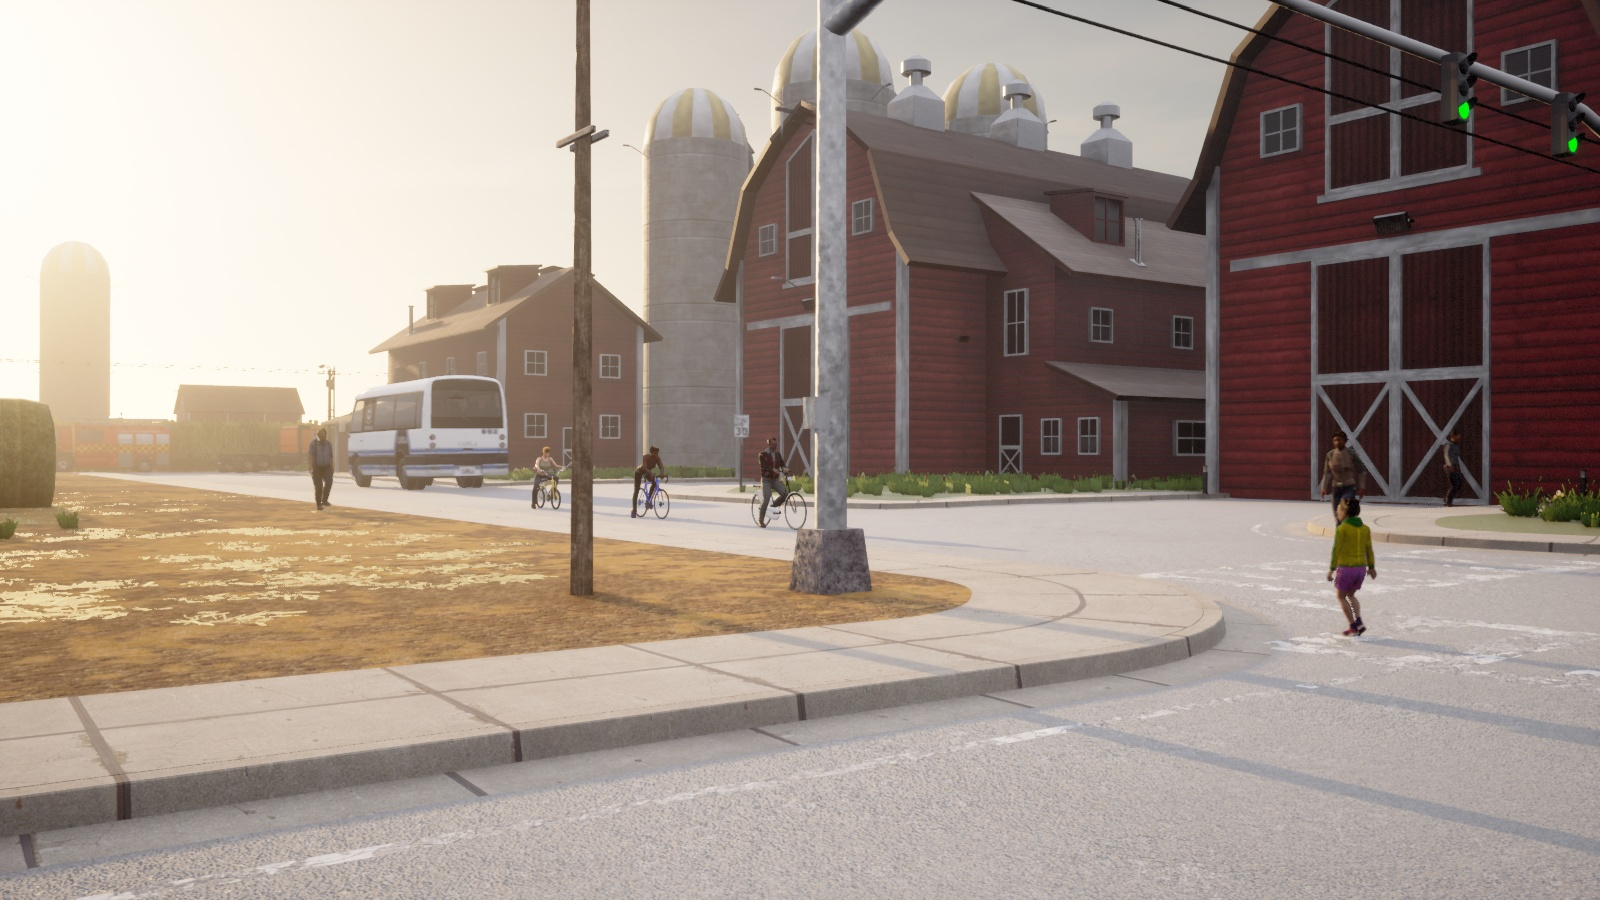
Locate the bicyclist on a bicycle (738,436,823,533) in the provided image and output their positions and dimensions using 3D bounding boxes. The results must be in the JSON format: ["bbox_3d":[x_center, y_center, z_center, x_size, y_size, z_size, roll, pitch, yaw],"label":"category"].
[{"bbox_3d":[-0.399,0.641,24.027,0.659,1.776,1.843,-1,0,-36],"label":"bicyclist on a bicycle"}]

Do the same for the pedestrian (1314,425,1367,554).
[{"bbox_3d":[7.711,0.548,17.906,0.869,1.805,0.328,0,0,-40],"label":"pedestrian"}]

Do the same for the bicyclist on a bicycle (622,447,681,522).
[{"bbox_3d":[-3.331,0.747,28.083,0.582,1.620,1.656,0,0,-36],"label":"bicyclist on a bicycle"}]

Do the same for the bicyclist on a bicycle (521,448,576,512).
[{"bbox_3d":[-6.515,0.748,32.483,0.866,1.612,1.509,0,0,-36],"label":"bicyclist on a bicycle"}]

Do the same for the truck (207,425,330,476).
[{"bbox_3d":[-38.067,0.059,90.255,2.891,3.462,7.936,-1,0,32],"label":"truck"}]

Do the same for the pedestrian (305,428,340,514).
[{"bbox_3d":[-10.489,0.452,27.585,0.540,1.848,0.694,0,0,-38],"label":"pedestrian"}]

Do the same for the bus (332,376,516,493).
[{"bbox_3d":[-15.411,-0.524,50.741,3.944,4.253,10.273,-1,0,-36],"label":"bus"}]

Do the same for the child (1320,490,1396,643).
[{"bbox_3d":[4.420,0.908,9.956,0.299,1.160,0.473,0,0,-20],"label":"child"}]

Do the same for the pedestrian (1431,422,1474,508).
[{"bbox_3d":[15.064,0.335,28.982,0.423,1.949,0.788,0,0,-44],"label":"pedestrian"}]
